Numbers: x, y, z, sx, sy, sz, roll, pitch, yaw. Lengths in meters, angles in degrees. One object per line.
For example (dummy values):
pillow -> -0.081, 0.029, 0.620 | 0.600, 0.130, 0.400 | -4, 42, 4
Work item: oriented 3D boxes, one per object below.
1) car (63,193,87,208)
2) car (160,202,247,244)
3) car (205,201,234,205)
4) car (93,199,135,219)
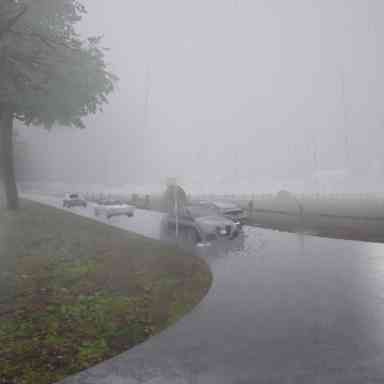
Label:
car -> -12.799, 0.928, 36.273 | 1.837, 1.490, 4.892 | -1, 1, -31
car -> 0.201, 1.373, 14.898 | 1.994, 1.385, 4.181 | -1, 2, -32
car -> 1.046, 1.244, 18.398 | 1.837, 1.490, 4.892 | -3, 2, -28
car -> -5.947, 1.216, 24.991 | 1.895, 1.301, 4.718 | -1, 1, -31
